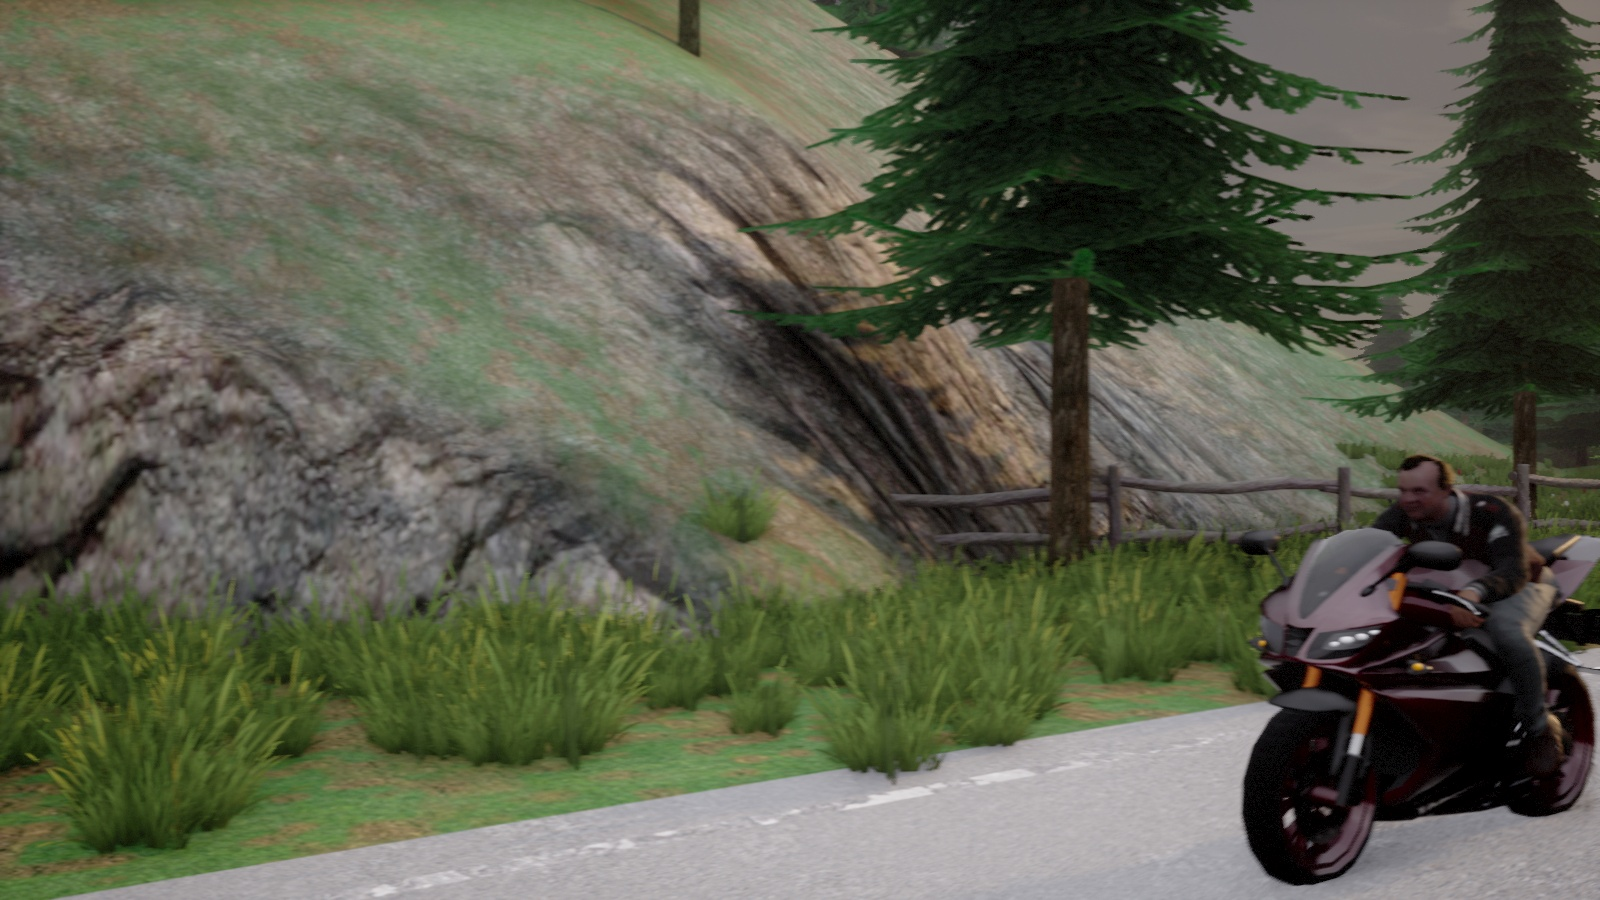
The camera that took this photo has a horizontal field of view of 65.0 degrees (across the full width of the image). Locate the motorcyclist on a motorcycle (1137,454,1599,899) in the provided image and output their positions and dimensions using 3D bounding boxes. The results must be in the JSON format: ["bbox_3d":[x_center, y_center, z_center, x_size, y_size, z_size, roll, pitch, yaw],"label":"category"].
[{"bbox_3d":[2.386,0.785,4.800,2.191,1.530,0.866,0,0,-33],"label":"motorcyclist on a motorcycle"}]
